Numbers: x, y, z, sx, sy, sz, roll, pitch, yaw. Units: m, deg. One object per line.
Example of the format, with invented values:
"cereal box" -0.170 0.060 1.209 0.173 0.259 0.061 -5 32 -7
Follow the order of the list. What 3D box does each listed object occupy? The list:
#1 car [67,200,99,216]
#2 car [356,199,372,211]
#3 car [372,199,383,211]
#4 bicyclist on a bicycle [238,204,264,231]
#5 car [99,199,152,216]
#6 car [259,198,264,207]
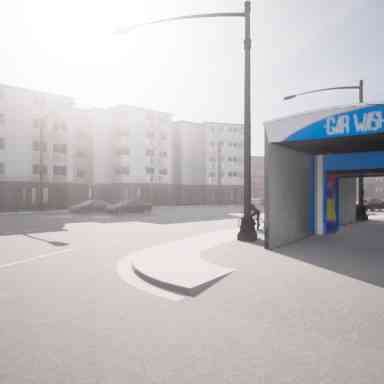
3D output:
"car" -10.011 1.525 33.173 1.812 1.442 4.674 0 0 43
"car" 15.684 1.601 34.084 4.718 1.301 1.895 0 0 -22
"car" 22.009 1.526 39.913 4.674 1.442 1.812 0 0 -18
"bicyclist on a bicycle" 3.233 1.301 18.267 1.656 1.620 0.582 0 0 38
"car" -6.108 1.504 32.237 4.892 1.490 1.837 0 0 -45
"car" 12.470 1.226 48.031 5.566 2.045 2.150 0 0 -19
